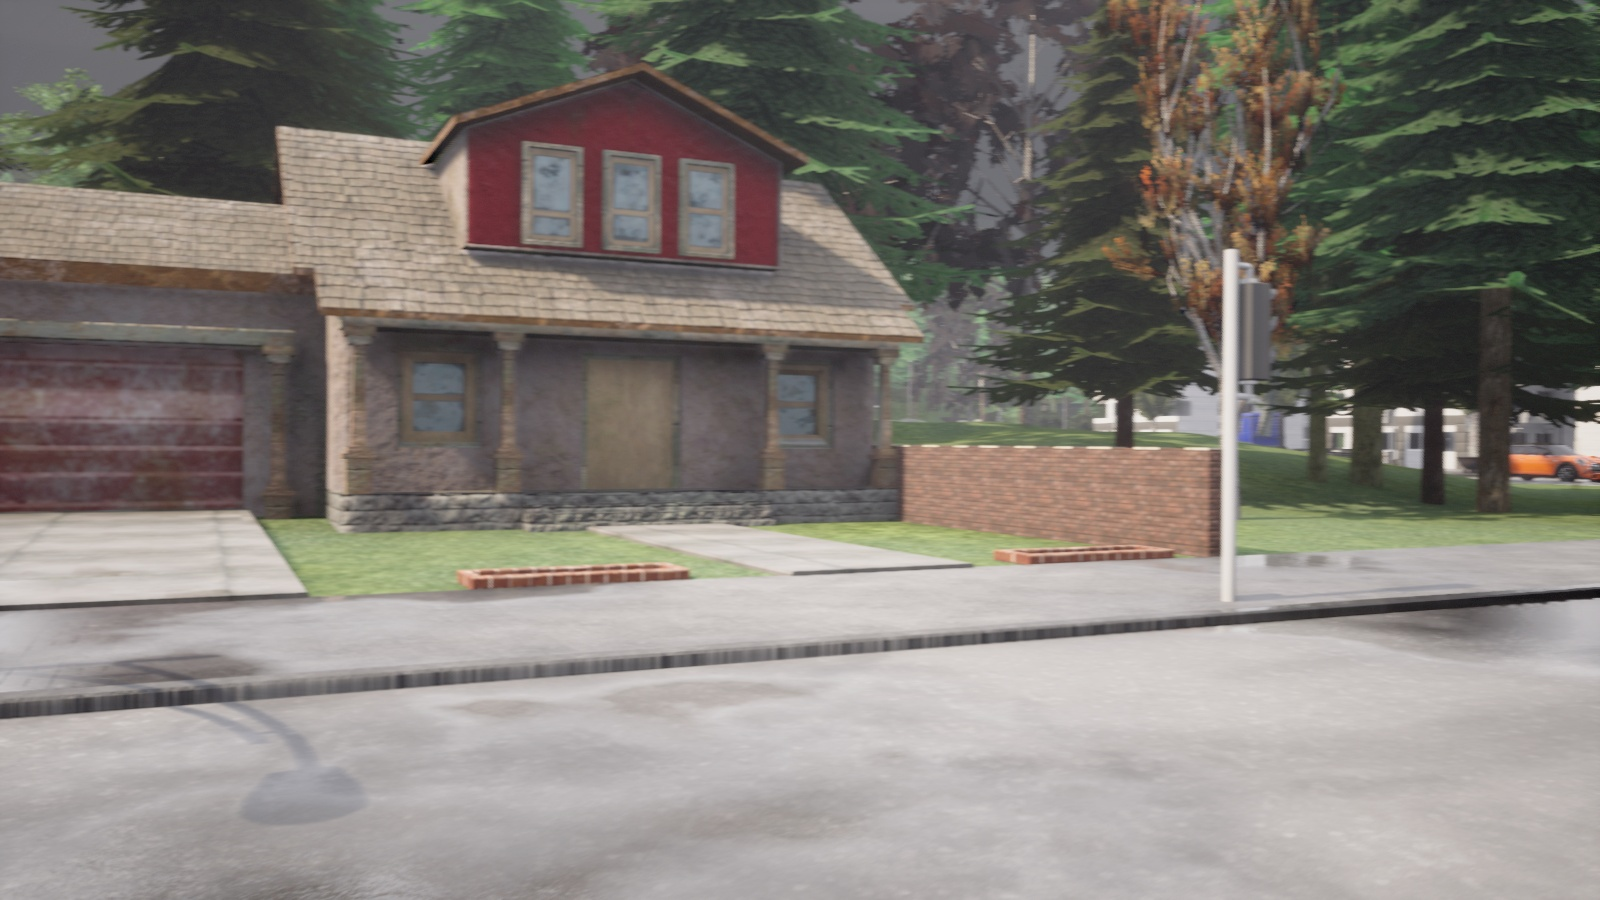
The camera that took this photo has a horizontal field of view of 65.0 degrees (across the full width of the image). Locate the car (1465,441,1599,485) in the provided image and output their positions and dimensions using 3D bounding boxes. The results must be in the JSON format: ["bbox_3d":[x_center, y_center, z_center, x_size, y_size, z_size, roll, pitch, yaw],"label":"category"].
[{"bbox_3d":[31.248,0.526,53.759,2.097,1.767,4.553,0,0,-26],"label":"car"}]

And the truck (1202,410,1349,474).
[{"bbox_3d":[26.915,-0.461,71.520,2.891,3.462,7.936,0,0,-26],"label":"truck"}]
